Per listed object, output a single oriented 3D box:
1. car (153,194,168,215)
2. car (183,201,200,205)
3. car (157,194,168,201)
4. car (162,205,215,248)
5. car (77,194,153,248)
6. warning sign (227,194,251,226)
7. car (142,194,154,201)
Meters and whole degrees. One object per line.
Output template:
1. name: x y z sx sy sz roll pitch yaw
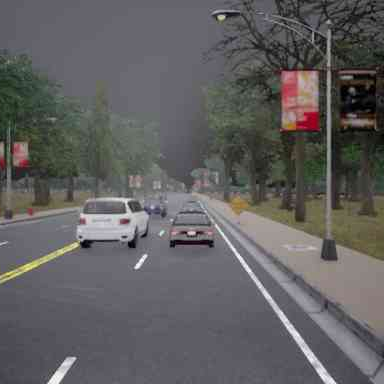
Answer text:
1. car: -3.295 1.309 29.629 2.097 1.767 4.553 0 0 0
2. car: -0.045 1.506 29.669 2.033 1.411 5.357 0 0 0
3. car: -6.797 1.189 76.770 2.033 1.411 5.357 0 0 0
4. car: -0.011 1.543 14.662 2.033 1.411 5.357 0 0 0
5. car: -3.260 1.238 14.687 2.150 2.045 5.566 0 0 0
6. warning sign: 2.825 1.083 20.278 1.300 1.860 1.060 0 0 0
7. car: -10.047 1.174 76.745 2.128 1.511 4.902 0 0 0
